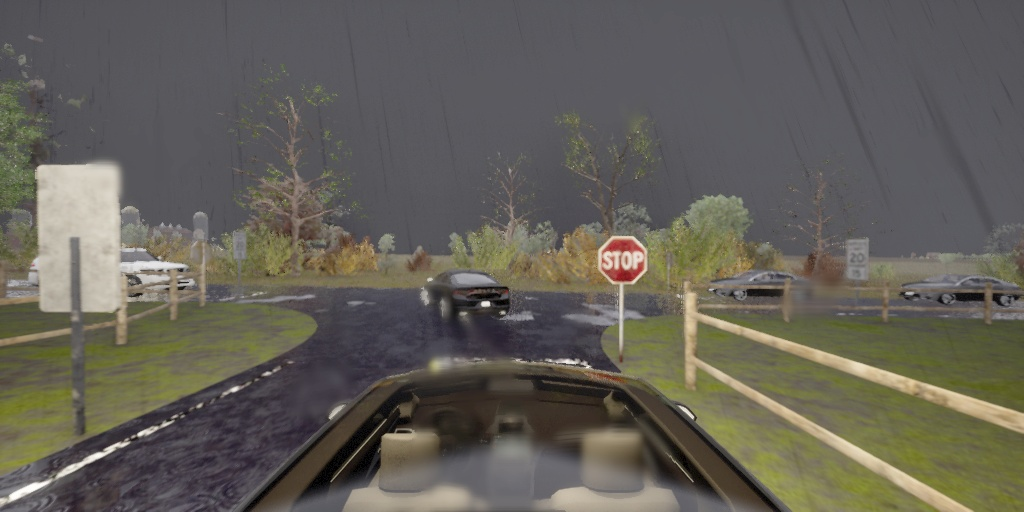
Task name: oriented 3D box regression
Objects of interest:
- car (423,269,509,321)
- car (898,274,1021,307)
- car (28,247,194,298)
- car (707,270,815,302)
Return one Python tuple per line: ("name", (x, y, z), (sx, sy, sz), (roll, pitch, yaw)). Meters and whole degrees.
("car", (-1.747, 1.192, 12.506), (1.882, 1.535, 5.008), (1, 0, -24))
("car", (22.859, 1.693, 18.439), (4.902, 1.511, 2.128), (1, 1, 0))
("car", (-17.150, 0.609, 15.515), (5.566, 2.045, 2.150), (1, 1, 0))
("car", (12.685, 1.476, 18.444), (4.902, 1.511, 2.128), (1, 1, 0))
